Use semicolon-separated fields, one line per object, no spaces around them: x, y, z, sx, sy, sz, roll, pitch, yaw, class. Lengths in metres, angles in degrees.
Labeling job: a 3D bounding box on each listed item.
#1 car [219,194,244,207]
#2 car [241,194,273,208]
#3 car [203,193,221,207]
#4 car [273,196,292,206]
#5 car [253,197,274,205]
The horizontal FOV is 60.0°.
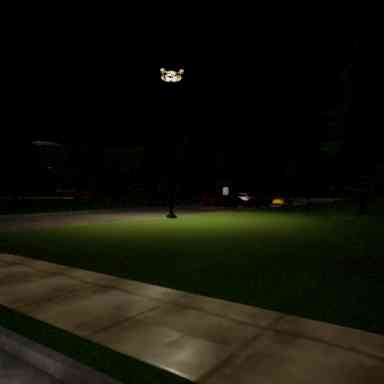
6.507;1.498;50.136;1.837;1.490;4.892;0;0;37;car
9.536;1.471;48.338;1.882;1.535;5.008;0;0;37;car
4.010;1.215;52.632;2.150;2.045;5.566;0;0;37;car
15.403;1.469;56.362;1.882;1.535;5.008;0;0;36;car
12.606;1.593;58.465;1.895;1.301;4.718;0;0;36;car
